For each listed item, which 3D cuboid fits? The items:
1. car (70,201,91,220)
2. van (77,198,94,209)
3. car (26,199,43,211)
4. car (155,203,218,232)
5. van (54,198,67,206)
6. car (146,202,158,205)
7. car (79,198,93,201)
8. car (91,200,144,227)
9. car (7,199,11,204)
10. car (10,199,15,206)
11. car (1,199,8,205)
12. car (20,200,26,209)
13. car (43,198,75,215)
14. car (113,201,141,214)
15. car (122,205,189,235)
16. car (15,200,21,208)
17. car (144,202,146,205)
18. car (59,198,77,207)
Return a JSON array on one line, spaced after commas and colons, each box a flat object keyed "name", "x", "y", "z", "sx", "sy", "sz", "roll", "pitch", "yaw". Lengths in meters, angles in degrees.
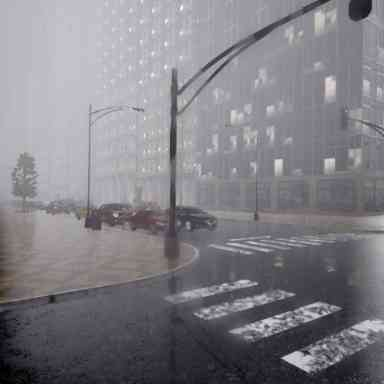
[{"name": "car", "x": -8.655, "y": 1.713, "z": 28.563, "sx": 1.752, "sy": 1.417, "sz": 4.829, "roll": 1, "pitch": -1, "yaw": -35}, {"name": "van", "x": -18.189, "y": 1.953, "z": 56.787, "sx": 1.690, "sy": 1.788, "sz": 3.998, "roll": 1, "pitch": -1, "yaw": -35}, {"name": "car", "x": -21.794, "y": 1.959, "z": 47.323, "sx": 2.008, "sy": 1.369, "sz": 4.403, "roll": 1, "pitch": -1, "yaw": -35}, {"name": "car", "x": -0.286, "y": 1.634, "z": 21.139, "sx": 1.837, "sy": 1.490, "sz": 4.892, "roll": 1, "pitch": -1, "yaw": -33}, {"name": "van", "x": -27.969, "y": 2.117, "z": 70.753, "sx": 1.690, "sy": 1.788, "sz": 3.998, "roll": 1, "pitch": -1, "yaw": -35}, {"name": "car", "x": -5.149, "y": 1.833, "z": 38.164, "sx": 1.967, "sy": 1.590, "sz": 4.097, "roll": 1, "pitch": -1, "yaw": -35}, {"name": "car", "x": -13.941, "y": 1.850, "z": 40.675, "sx": 2.128, "sy": 1.511, "sz": 4.902, "roll": 1, "pitch": -1, "yaw": -35}, {"name": "car", "x": -5.493, "y": 1.575, "z": 24.048, "sx": 1.967, "sy": 1.590, "sz": 4.097, "roll": 1, "pitch": -1, "yaw": -35}, {"name": "car", "x": -34.834, "y": 2.209, "z": 65.944, "sx": 1.802, "sy": 1.307, "sz": 4.206, "roll": 1, "pitch": -1, "yaw": -35}, {"name": "car", "x": -31.574, "y": 2.123, "z": 61.289, "sx": 2.008, "sy": 1.369, "sz": 4.403, "roll": 1, "pitch": -1, "yaw": -35}, {"name": "car", "x": -41.355, "y": 2.287, "z": 75.255, "sx": 2.008, "sy": 1.369, "sz": 4.403, "roll": 1, "pitch": -1, "yaw": -35}, {"name": "car", "x": -25.054, "y": 2.029, "z": 51.979, "sx": 1.947, "sy": 1.339, "sz": 4.313, "roll": 1, "pitch": -1, "yaw": -35}, {"name": "car", "x": -15.273, "y": 1.739, "z": 38.014, "sx": 1.967, "sy": 1.590, "sz": 4.097, "roll": 1, "pitch": -1, "yaw": -35}, {"name": "car", "x": -8.506, "y": 1.974, "z": 42.958, "sx": 1.752, "sy": 1.417, "sz": 4.829, "roll": 1, "pitch": -1, "yaw": -35}, {"name": "car", "x": -2.233, "y": 1.662, "z": 19.391, "sx": 1.802, "sy": 1.307, "sz": 4.206, "roll": 1, "pitch": -1, "yaw": -35}, {"name": "car", "x": -28.314, "y": 2.062, "z": 56.634, "sx": 1.887, "sy": 1.381, "sz": 4.507, "roll": 1, "pitch": -1, "yaw": -35}, {"name": "car", "x": -6.302, "y": 1.736, "z": 29.735, "sx": 1.837, "sy": 1.490, "sz": 4.892, "roll": 1, "pitch": -2, "yaw": -35}, {"name": "car", "x": -24.709, "y": 2.036, "z": 66.098, "sx": 2.192, "sy": 1.841, "sz": 5.009, "roll": 1, "pitch": -1, "yaw": -35}]
